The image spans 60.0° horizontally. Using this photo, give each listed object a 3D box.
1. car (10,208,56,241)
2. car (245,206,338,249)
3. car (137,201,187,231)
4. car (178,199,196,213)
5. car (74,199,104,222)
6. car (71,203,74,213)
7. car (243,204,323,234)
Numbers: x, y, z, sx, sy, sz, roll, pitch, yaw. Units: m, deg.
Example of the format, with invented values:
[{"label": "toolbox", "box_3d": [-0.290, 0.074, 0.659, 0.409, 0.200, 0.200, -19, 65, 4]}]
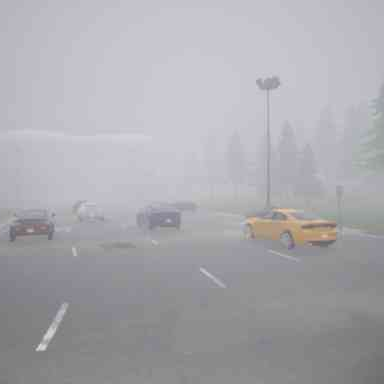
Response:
[{"label": "car", "box_3d": [-8.054, 1.558, 17.010, 1.812, 1.442, 4.674, 0, 0, -21]}, {"label": "car", "box_3d": [4.141, 1.500, 14.815, 1.882, 1.535, 5.008, 0, 0, -20]}, {"label": "car", "box_3d": [-2.241, 1.514, 21.313, 1.882, 1.535, 5.008, 0, 0, -21]}, {"label": "car", "box_3d": [-1.134, 1.540, 37.440, 1.882, 1.535, 5.008, 0, 0, -22]}, {"label": "car", "box_3d": [-8.335, 1.576, 27.177, 1.812, 1.442, 4.674, 0, -1, -22]}, {"label": "car", "box_3d": [-12.234, 1.572, 36.892, 1.837, 1.490, 4.892, 0, 0, -22]}, {"label": "car", "box_3d": [5.511, 1.579, 21.028, 2.033, 1.411, 5.357, 0, 0, -22]}]
